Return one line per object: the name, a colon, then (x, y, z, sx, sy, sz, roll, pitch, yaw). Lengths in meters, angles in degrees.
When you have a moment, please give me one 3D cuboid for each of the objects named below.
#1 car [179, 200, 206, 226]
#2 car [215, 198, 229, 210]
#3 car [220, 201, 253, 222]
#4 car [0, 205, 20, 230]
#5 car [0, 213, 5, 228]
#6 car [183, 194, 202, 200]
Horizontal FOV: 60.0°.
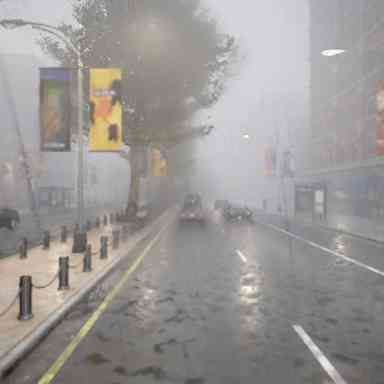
car: (0.041, 1.559, 23.773, 2.033, 1.411, 5.357, 0, 0, 1)
car: (4.062, 1.511, 43.226, 2.128, 1.511, 4.902, 0, 0, 10)
car: (3.557, 1.613, 26.734, 1.895, 1.301, 4.718, 0, 0, 0)
car: (-11.499, 1.500, 18.472, 2.128, 1.511, 4.902, 0, 0, 0)
car: (-8.005, 1.552, 9.532, 2.033, 1.411, 5.357, 0, 0, 0)
car: (0.088, 1.240, 42.773, 2.150, 2.045, 5.566, 0, 0, 0)
